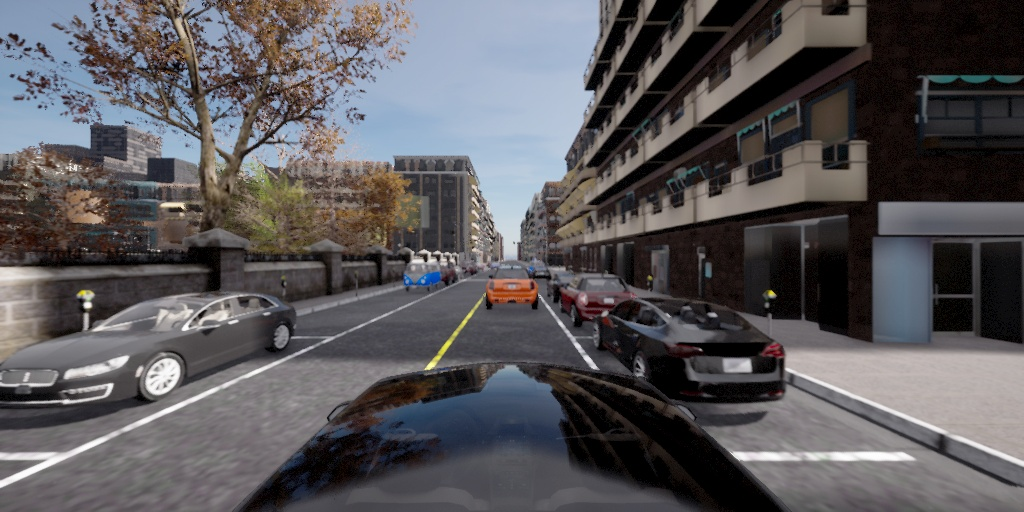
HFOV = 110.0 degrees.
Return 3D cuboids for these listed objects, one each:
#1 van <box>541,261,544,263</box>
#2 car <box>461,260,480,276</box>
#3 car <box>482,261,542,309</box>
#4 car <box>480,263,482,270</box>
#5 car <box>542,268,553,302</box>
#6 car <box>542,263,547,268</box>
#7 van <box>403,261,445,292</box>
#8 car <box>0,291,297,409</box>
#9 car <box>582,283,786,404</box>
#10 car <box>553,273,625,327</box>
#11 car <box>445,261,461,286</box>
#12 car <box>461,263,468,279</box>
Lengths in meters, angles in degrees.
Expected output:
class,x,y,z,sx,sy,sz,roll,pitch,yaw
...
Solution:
class,x,y,z,sx,sy,sz,roll,pitch,yaw
van,2.694,1.443,39.562,1.690,1.789,3.998,0,0,0
car,-5.686,1.470,45.097,2.192,1.841,5.009,0,0,0
car,0.004,1.231,15.920,2.097,1.767,4.553,0,-1,0
car,-5.685,1.774,50.632,1.948,1.339,4.313,0,0,0
car,2.692,1.461,17.422,1.948,1.339,4.313,0,0,0
car,2.694,1.616,34.027,1.948,1.339,4.313,0,0,0
van,-5.688,1.287,22.956,1.690,1.789,3.998,0,0,0
car,-5.690,1.343,6.353,2.007,1.370,4.403,0,0,0
car,2.691,1.358,6.353,1.948,1.339,4.313,0,0,0
car,2.691,1.284,11.887,1.967,1.591,4.097,0,0,0
car,-5.688,1.313,28.492,2.192,1.841,5.009,0,0,0
car,-5.687,1.601,34.027,2.007,1.370,4.403,0,0,0
